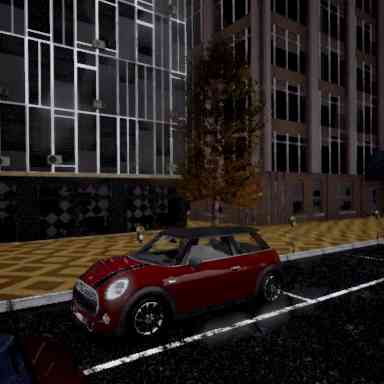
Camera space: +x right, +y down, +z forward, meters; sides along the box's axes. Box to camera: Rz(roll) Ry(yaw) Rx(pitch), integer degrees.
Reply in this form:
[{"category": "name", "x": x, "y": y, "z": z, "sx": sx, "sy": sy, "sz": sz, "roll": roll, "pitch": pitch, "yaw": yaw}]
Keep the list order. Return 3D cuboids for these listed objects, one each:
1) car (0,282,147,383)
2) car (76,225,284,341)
[{"category": "car", "x": -2.565, "y": 1.564, "z": 1.564, "sx": 4.181, "sy": 1.385, "sz": 1.994, "roll": 0, "pitch": 0, "yaw": -35}, {"category": "car", "x": -0.156, "y": 1.438, "z": 6.429, "sx": 4.097, "sy": 1.590, "sz": 1.967, "roll": 0, "pitch": -1, "yaw": -35}]
